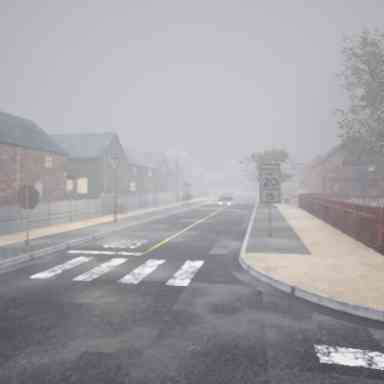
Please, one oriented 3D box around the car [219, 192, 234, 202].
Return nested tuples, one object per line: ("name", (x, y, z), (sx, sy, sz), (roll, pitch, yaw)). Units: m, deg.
("car", (5.307, 0.745, 50.722), (1.994, 1.385, 4.181), (0, 1, 12))
